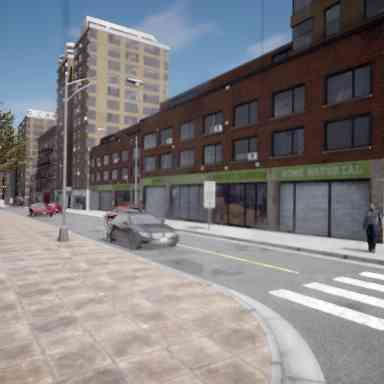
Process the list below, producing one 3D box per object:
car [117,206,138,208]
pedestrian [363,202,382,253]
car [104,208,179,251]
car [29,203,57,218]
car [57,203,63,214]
[{"bbox_3d":[-4.746,1.753,23.792,1.882,1.535,5.008,1,-2,-34],"label":"car"},{"bbox_3d":[6.527,1.277,12.107,0.375,1.860,0.375,1,0,-34],"label":"pedestrian"},{"bbox_3d":[-2.376,1.634,14.901,1.812,1.442,4.674,1,-1,-34],"label":"car"},{"bbox_3d":[-16.498,1.963,36.208,1.882,1.535,5.008,1,-2,-33],"label":"car"},{"bbox_3d":[-18.760,2.210,44.862,1.812,1.442,4.674,1,-2,-34],"label":"car"}]
